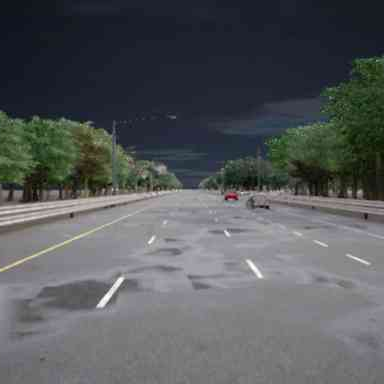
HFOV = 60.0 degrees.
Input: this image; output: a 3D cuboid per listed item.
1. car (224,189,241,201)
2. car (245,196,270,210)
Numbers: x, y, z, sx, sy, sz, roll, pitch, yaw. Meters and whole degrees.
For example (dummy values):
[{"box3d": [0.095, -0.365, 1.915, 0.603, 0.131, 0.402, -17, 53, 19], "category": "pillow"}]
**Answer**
[{"box3d": [7.028, 0.563, 60.599, 2.150, 2.045, 5.566, 0, 0, 1], "category": "car"}, {"box3d": [7.000, 1.155, 35.791, 2.033, 1.411, 5.357, 0, 1, 0], "category": "car"}]
